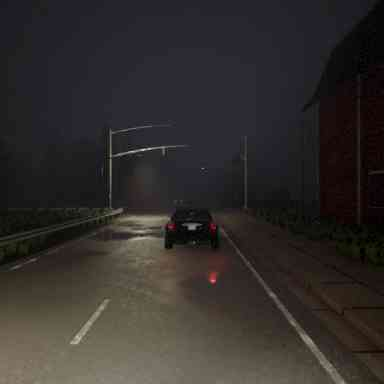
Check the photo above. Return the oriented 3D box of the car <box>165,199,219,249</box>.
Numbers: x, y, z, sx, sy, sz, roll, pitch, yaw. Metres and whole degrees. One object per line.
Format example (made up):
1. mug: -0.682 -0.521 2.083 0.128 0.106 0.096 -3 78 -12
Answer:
1. car: 0.000 1.366 14.620 2.097 1.767 4.553 0 0 0

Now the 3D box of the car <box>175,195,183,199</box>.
1. car: -3.500 1.518 88.226 1.812 1.442 4.674 0 0 0
